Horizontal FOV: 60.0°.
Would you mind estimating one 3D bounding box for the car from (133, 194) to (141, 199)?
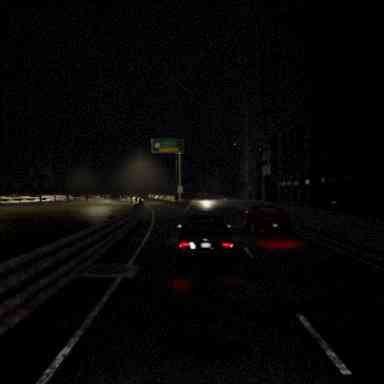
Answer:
[{"bbox_3d":[-14.148,1.232,85.239,1.837,1.490,4.892,0,0,-14],"label":"car"}]

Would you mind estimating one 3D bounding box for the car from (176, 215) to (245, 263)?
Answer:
[{"bbox_3d":[0.442,1.539,11.821,2.033,1.411,5.357,0,0,1],"label":"car"}]

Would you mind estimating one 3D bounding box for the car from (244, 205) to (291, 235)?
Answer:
[{"bbox_3d":[4.099,1.470,18.657,1.882,1.535,5.008,0,0,1],"label":"car"}]
